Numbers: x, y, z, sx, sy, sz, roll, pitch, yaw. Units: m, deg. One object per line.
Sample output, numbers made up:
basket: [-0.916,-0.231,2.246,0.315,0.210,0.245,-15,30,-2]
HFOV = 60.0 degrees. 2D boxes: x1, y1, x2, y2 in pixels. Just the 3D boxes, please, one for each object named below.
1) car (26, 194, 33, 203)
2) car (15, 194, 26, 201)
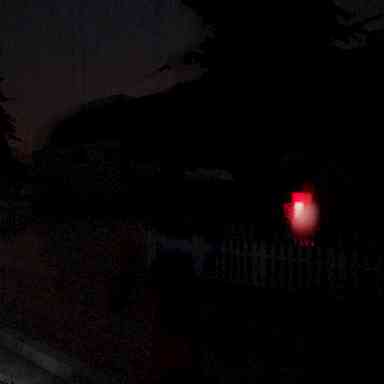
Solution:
car: [-26.705,1.032,58.652,4.605,1.855,1.932,0,0,36]
car: [-37.892,1.210,74.718,4.514,1.523,2.007,0,0,36]
